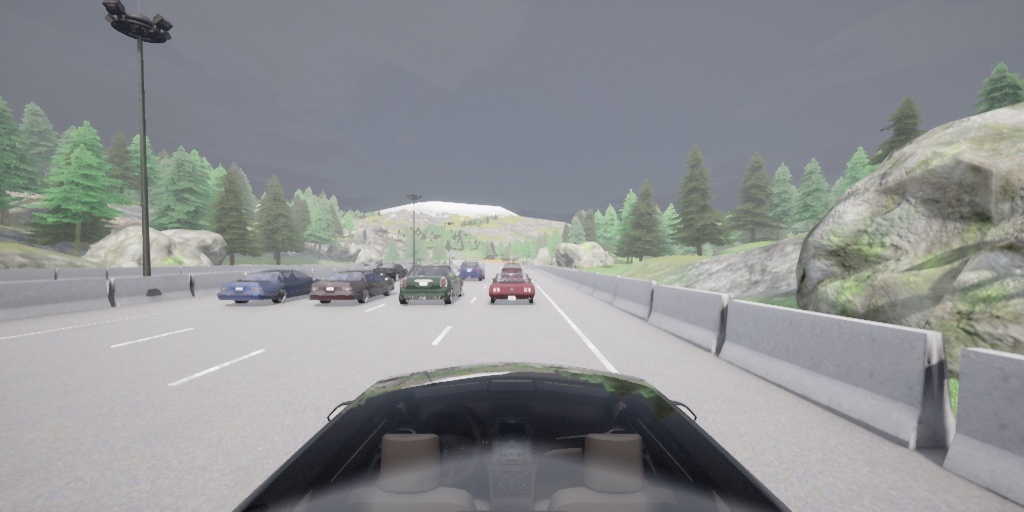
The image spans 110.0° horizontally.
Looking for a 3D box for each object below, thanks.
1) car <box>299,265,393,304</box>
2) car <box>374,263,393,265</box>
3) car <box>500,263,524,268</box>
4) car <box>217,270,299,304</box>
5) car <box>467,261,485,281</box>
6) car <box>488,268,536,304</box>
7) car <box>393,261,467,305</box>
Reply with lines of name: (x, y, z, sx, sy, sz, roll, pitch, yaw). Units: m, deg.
car: (-7.000, 1.323, 16.304, 2.033, 1.411, 5.357, 0, 0, 0)
car: (-10.500, 1.349, 31.318, 1.882, 1.535, 5.008, 0, -1, 0)
car: (0.000, 1.350, 31.319, 1.882, 1.535, 5.008, 0, -1, 0)
car: (-10.500, 1.322, 16.304, 2.033, 1.411, 5.357, 0, 0, 0)
car: (-3.500, 1.231, 31.289, 2.097, 1.767, 4.553, 0, -1, 0)
car: (0.000, 1.377, 16.334, 1.895, 1.301, 4.718, 0, 0, 0)
car: (-3.500, 1.126, 16.275, 2.097, 1.767, 4.553, 0, 0, 0)
